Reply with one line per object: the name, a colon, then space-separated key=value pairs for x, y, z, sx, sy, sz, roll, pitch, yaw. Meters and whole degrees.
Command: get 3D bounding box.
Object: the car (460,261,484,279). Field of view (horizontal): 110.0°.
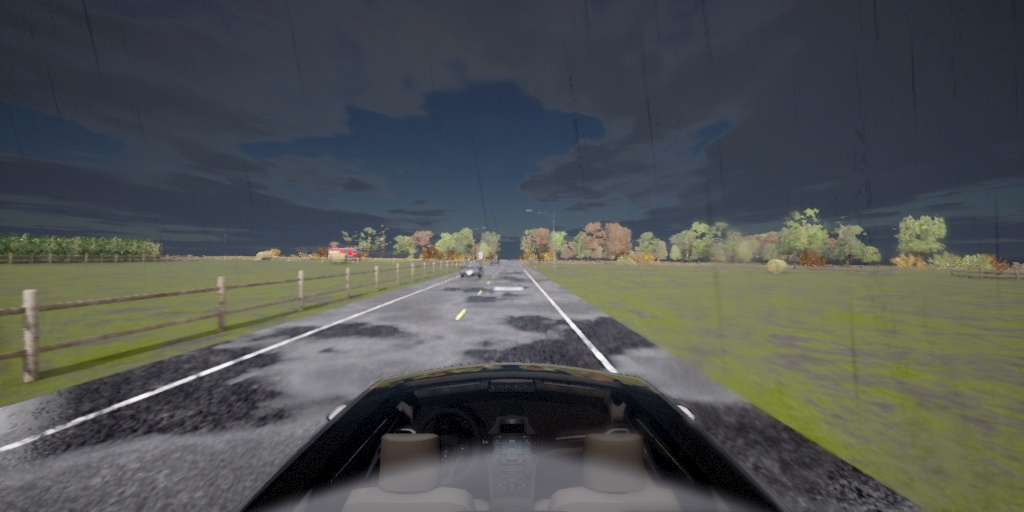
car: x=-3.592 y=1.253 z=32.804 sx=2.128 sy=1.511 sz=4.902 roll=0 pitch=0 yaw=0
